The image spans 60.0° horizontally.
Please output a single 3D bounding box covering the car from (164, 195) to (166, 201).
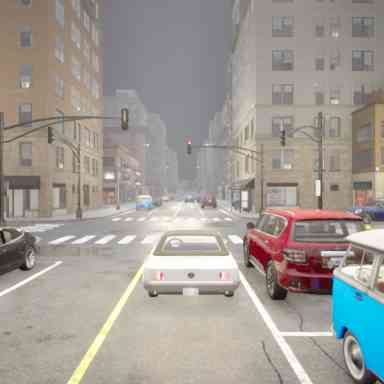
[{"bbox_3d":[-5.909,1.537,56.403,1.887,1.381,4.507,0,0,-1],"label":"car"}]

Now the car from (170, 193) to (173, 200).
[{"bbox_3d":[-6.102,1.538,78.027,2.008,1.369,4.403,0,0,-1],"label":"car"}]

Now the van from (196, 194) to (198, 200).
[{"bbox_3d":[2.134,1.333,61.885,1.690,1.788,3.998,0,0,-1],"label":"van"}]

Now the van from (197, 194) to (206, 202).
[{"bbox_3d":[2.025,1.330,72.697,1.690,1.788,3.998,0,0,-1],"label":"van"}]

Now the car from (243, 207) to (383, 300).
[{"bbox_3d":[2.573,1.315,8.297,2.192,1.841,5.009,0,0,-1],"label":"car"}]

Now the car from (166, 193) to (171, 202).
[{"bbox_3d":[-6.052,1.514,72.452,1.752,1.417,4.829,0,0,-1],"label":"car"}]

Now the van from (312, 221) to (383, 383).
[{"bbox_3d":[2.623,1.341,2.785,1.690,1.788,3.998,0,0,-1],"label":"van"}]

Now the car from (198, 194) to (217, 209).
[{"bbox_3d":[2.298,1.310,45.667,2.192,1.841,5.009,0,0,-1],"label":"car"}]

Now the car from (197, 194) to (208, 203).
[{"bbox_3d":[2.080,1.305,67.291,2.192,1.841,5.009,0,0,-1],"label":"car"}]

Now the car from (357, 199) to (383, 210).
[{"bbox_3d":[13.089,1.286,23.266,4.553,1.767,2.097,0,0,-1],"label":"car"}]

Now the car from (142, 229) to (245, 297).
[{"bbox_3d":[-0.018,1.601,8.515,1.895,1.301,4.718,0,0,0],"label":"car"}]

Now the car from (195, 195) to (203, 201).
[{"bbox_3d":[1.860,1.510,89.085,1.752,1.417,4.829,0,0,-1],"label":"car"}]

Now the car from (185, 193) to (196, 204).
[{"bbox_3d":[-0.479,1.482,65.103,2.128,1.511,4.902,0,0,-1],"label":"car"}]

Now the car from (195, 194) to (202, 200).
[{"bbox_3d":[1.807,1.424,94.320,1.967,1.590,4.097,0,0,-1],"label":"car"}]

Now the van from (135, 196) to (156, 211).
[{"bbox_3d":[-5.765,1.337,40.185,1.690,1.788,3.998,0,0,-1],"label":"van"}]

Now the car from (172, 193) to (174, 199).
[{"bbox_3d":[-6.150,1.552,83.433,1.947,1.339,4.313,0,0,-1],"label":"car"}]

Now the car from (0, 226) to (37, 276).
[{"bbox_3d":[-5.452,1.566,8.223,1.947,1.339,4.313,0,0,-1],"label":"car"}]

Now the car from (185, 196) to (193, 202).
[{"bbox_3d":[-0.680,1.584,75.467,1.895,1.301,4.718,0,0,-1],"label":"car"}]

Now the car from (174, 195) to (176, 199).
[{"bbox_3d":[-6.198,1.300,88.839,2.192,1.841,5.009,0,0,-1],"label":"car"}]

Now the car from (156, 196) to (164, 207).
[{"bbox_3d":[-5.861,1.560,50.997,1.947,1.339,4.313,0,0,-1],"label":"car"}]
